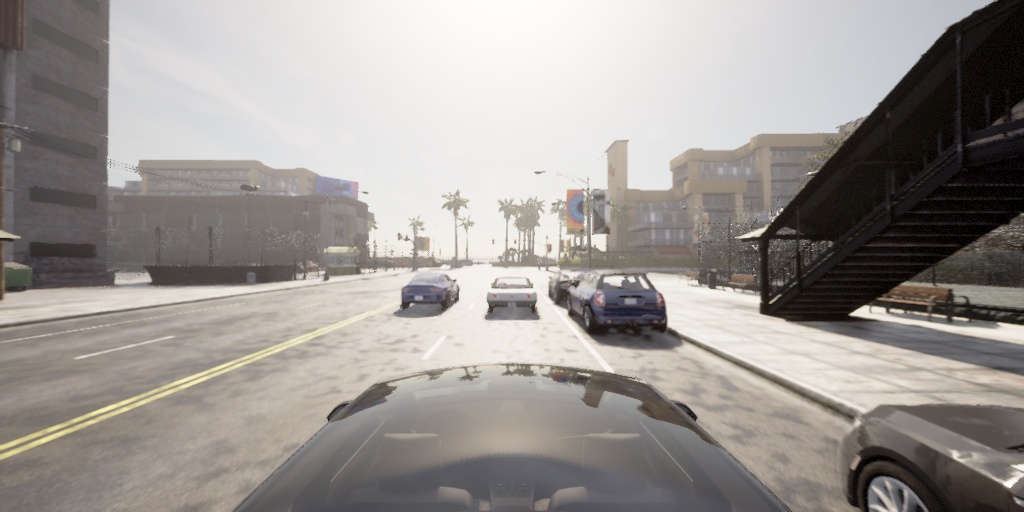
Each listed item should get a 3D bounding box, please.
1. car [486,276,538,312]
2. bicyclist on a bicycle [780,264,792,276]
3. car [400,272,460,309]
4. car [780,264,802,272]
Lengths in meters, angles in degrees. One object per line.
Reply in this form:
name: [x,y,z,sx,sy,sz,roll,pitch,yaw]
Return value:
car: [0.020,1.497,15.076,1.895,1.301,4.718,0,-1,1]
bicyclist on a bicycle: [26.076,1.403,34.050,0.582,1.620,1.656,0,-1,-1]
car: [-3.472,1.428,15.732,1.812,1.442,4.674,0,0,1]
car: [39.114,1.846,52.096,5.357,1.411,2.033,0,-1,0]
